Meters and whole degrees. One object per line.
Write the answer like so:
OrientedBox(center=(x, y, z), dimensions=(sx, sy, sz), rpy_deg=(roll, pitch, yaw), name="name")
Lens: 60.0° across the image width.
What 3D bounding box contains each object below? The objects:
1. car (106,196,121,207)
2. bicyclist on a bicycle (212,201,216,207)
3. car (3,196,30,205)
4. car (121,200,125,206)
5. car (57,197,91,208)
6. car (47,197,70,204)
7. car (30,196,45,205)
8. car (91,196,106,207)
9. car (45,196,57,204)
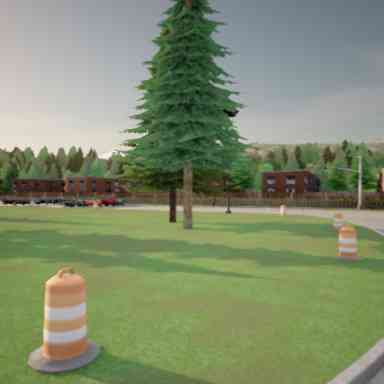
OrientedBox(center=(-16.687, 1.716, 62.687), dimensions=(5.566, 2.045, 2.150), rpy_deg=(0, -1, 26), name="car")
OrientedBox(center=(4.010, 1.881, 60.868), dimensions=(0.582, 1.620, 1.656), rpy_deg=(0, 0, 26), name="bicyclist on a bicycle")
OrientedBox(center=(-33.819, 1.613, 63.368), dimensions=(4.553, 1.767, 2.097), rpy_deg=(0, -1, 26), name="car")
OrientedBox(center=(-15.444, 2.061, 65.976), dimensions=(4.674, 1.442, 1.812), rpy_deg=(0, 0, 26), name="car")
OrientedBox(center=(-20.054, 1.935, 56.543), dimensions=(4.892, 1.490, 1.837), rpy_deg=(0, 0, 27), name="car")
OrientedBox(center=(-29.183, 1.866, 72.786), dimensions=(4.892, 1.490, 1.837), rpy_deg=(0, -1, 26), name="car")
OrientedBox(center=(-32.292, 1.847, 66.515), dimensions=(4.181, 1.385, 1.994), rpy_deg=(0, -1, 26), name="car")
OrientedBox(center=(-18.298, 1.813, 59.579), dimensions=(4.553, 1.767, 2.097), rpy_deg=(0, -1, 26), name="car")
OrientedBox(center=(-30.710, 1.685, 69.639), dimensions=(4.553, 1.767, 2.097), rpy_deg=(0, -1, 26), name="car")
